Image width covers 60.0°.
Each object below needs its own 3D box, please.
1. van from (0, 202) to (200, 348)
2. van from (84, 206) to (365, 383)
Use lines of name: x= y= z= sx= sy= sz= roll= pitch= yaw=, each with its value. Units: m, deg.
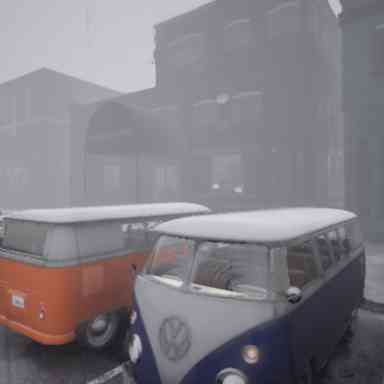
van: x=-1.088 y=1.224 z=6.275 sx=1.878 sy=1.987 sz=4.442 roll=0 pitch=0 yaw=35
van: x=1.038 y=1.242 z=4.472 sx=1.878 sy=1.987 sz=4.442 roll=0 pitch=0 yaw=35
